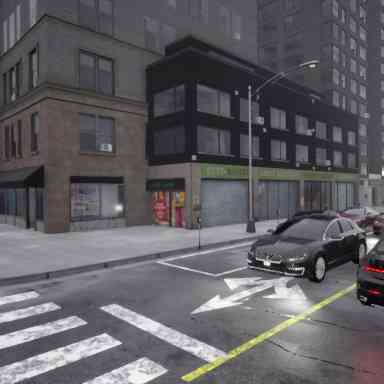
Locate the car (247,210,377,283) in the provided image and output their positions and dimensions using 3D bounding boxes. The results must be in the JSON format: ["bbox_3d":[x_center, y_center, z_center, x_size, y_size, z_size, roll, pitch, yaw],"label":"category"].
[{"bbox_3d":[3.560,1.476,9.818,4.892,1.490,1.837,-1,0,-45],"label":"car"}]

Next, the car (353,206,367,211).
[{"bbox_3d":[9.630,1.488,19.387,4.206,1.307,1.802,-1,0,-44],"label":"car"}]

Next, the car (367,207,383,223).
[{"bbox_3d":[10.848,1.430,16.975,4.674,1.442,1.812,-1,0,-44],"label":"car"}]

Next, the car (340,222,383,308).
[{"bbox_3d":[5.038,1.473,6.921,4.892,1.490,1.837,-1,0,-44],"label":"car"}]

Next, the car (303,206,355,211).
[{"bbox_3d":[5.591,1.509,15.417,4.313,1.339,1.947,-1,0,-44],"label":"car"}]
